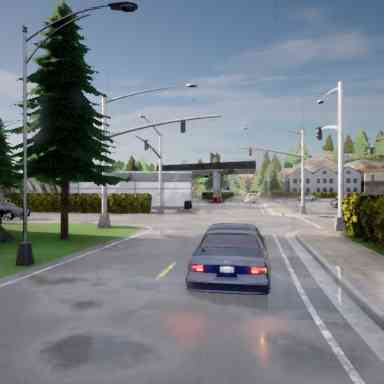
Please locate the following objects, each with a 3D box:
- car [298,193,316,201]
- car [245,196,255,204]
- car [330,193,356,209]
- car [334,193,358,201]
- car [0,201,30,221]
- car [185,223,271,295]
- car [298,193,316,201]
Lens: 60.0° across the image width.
[{"bbox_3d":[27.401,1.077,79.287,3.866,1.878,1.905,0,0,10],"label":"car"},{"bbox_3d":[11.233,1.526,64.794,1.812,1.442,4.674,0,0,10],"label":"car"},{"bbox_3d":[20.264,1.330,42.385,5.027,1.636,2.152,0,0,10],"label":"car"},{"bbox_3d":[34.571,1.097,74.673,4.605,1.855,1.932,0,0,10],"label":"car"},{"bbox_3d":[-15.736,1.492,27.241,4.902,1.511,2.128,0,0,10],"label":"car"},{"bbox_3d":[1.094,1.547,8.914,2.033,1.411,5.357,0,0,10],"label":"car"},{"bbox_3d":[26.216,1.361,76.121,3.806,1.475,1.970,0,0,10],"label":"car"}]
